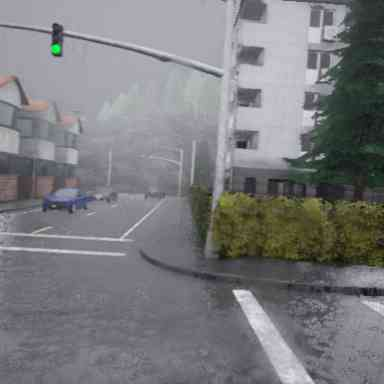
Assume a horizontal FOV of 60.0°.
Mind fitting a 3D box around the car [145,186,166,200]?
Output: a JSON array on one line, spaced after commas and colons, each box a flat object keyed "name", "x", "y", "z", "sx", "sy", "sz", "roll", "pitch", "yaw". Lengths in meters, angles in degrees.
[{"name": "car", "x": -4.810, "y": 0.038, "z": 44.762, "sx": 2.097, "sy": 1.767, "sz": 4.553, "roll": 4, "pitch": 1, "yaw": 5}]

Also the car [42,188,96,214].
[{"name": "car", "x": -8.297, "y": 0.496, "z": 22.360, "sx": 1.882, "sy": 1.535, "sz": 5.008, "roll": 3, "pitch": 1, "yaw": -2}]

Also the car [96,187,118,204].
[{"name": "car", "x": -8.554, "y": 0.242, "z": 32.704, "sx": 2.128, "sy": 1.511, "sz": 4.902, "roll": 3, "pitch": 1, "yaw": -1}]
